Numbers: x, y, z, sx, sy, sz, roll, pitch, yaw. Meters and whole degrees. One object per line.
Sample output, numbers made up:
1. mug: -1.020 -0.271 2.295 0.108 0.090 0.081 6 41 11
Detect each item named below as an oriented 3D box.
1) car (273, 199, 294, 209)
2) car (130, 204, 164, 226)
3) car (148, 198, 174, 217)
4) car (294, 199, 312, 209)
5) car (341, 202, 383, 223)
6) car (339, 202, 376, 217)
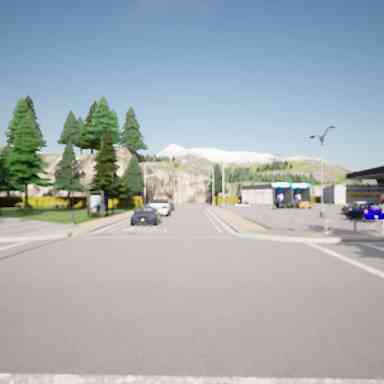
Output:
1. car: 14.272 1.932 53.112 2.007 1.523 4.514 0 -1 0
2. car: -3.560 1.859 26.077 1.994 1.385 4.181 0 -1 1
3. car: -3.546 1.637 36.781 2.150 2.045 5.566 0 -1 0
4. car: 17.410 1.922 53.130 2.152 1.636 5.027 0 -1 0
5. car: 13.992 1.674 27.081 1.845 1.501 3.633 0 -1 0
6. car: 17.055 1.767 34.467 1.970 1.475 3.806 0 -1 0
